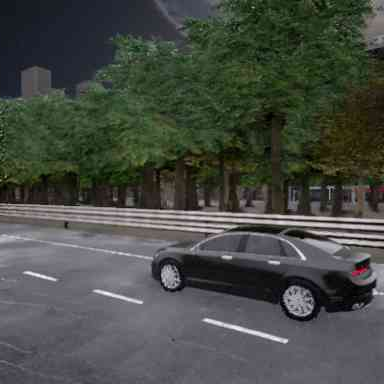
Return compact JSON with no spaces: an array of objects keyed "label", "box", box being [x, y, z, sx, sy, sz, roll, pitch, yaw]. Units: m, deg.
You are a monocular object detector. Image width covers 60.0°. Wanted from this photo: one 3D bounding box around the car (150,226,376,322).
[{"label":"car","box":[1.235,1.508,7.288,4.892,1.490,1.837,0,0,36]}]
